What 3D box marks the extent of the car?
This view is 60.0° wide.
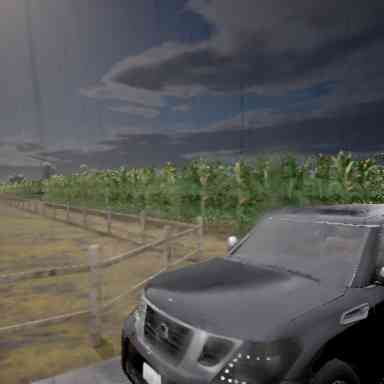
[{"bbox_3d":[1.908,1.211,4.432,5.566,2.045,2.150,0,0,-35],"label":"car"}]
